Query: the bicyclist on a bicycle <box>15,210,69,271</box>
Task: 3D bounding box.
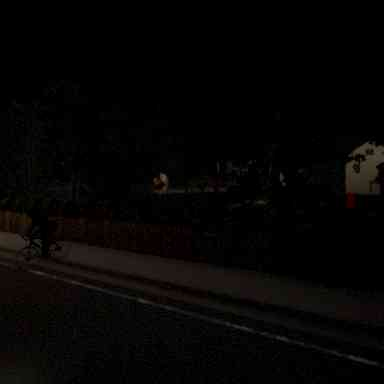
[{"bbox_3d":[-4.276,1.299,9.472,0.582,1.620,1.656,1,9,35],"label":"bicyclist on a bicycle"}]
